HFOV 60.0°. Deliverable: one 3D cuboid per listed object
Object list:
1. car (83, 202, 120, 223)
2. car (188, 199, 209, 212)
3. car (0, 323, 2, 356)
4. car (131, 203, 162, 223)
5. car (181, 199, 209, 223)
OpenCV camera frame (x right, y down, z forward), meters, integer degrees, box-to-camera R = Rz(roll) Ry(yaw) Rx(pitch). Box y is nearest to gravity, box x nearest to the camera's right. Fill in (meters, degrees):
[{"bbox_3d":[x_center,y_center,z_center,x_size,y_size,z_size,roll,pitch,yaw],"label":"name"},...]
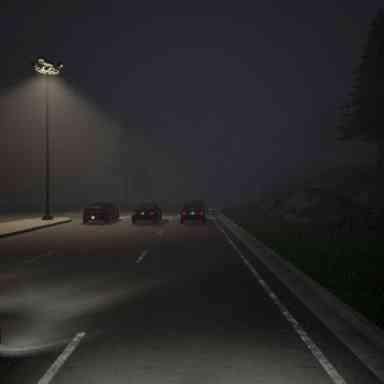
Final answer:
[{"bbox_3d":[-6.913,1.506,25.679,1.837,1.490,4.892,0,0,0],"label":"car"},{"bbox_3d":[0.847,1.564,39.857,1.994,1.385,4.181,0,0,8],"label":"car"},{"bbox_3d":[-3.405,1.353,2.266,2.097,1.767,4.553,0,0,0],"label":"car"},{"bbox_3d":[-3.412,1.547,25.710,2.033,1.411,5.357,0,0,0],"label":"car"},{"bbox_3d":[0.088,1.547,25.696,2.033,1.411,5.357,0,0,0],"label":"car"}]
